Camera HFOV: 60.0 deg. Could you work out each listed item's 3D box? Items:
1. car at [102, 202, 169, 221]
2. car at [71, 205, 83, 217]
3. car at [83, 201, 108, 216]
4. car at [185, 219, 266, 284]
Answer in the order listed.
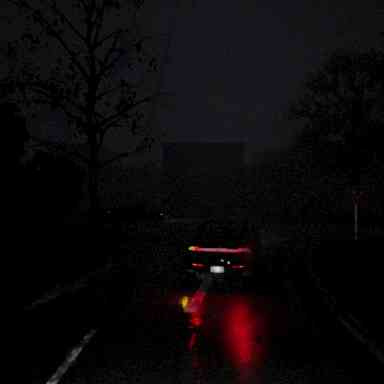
[{"bbox_3d":[-4.809,1.808,29.445,5.357,1.411,2.033,-1,-1,12],"label":"car"},{"bbox_3d":[-13.118,1.925,37.405,2.097,1.535,5.008,-1,-1,1],"label":"car"},{"bbox_3d":[-10.086,1.748,37.351,2.185,1.767,4.553,-1,-1,1],"label":"car"},{"bbox_3d":[1.112,1.563,9.939,2.128,1.511,4.902,0,0,13],"label":"car"}]
